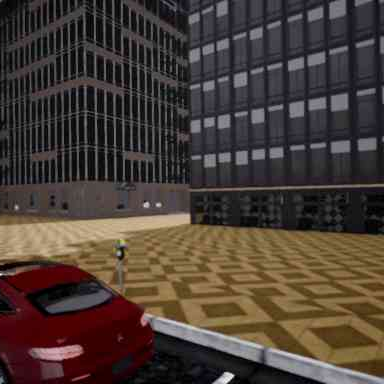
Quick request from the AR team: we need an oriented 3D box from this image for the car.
[{"bbox_3d":[-2.395,1.624,4.592,4.206,1.307,1.802,-1,-1,36],"label":"car"}]
